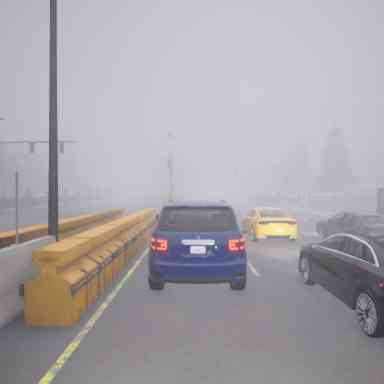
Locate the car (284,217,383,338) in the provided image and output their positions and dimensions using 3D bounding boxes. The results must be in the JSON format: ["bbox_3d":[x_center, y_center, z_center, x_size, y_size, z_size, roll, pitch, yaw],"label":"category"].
[{"bbox_3d":[3.614,1.492,6.569,2.128,1.511,4.902,0,0,0],"label":"car"}]

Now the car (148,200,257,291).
[{"bbox_3d":[0.125,1.222,9.177,2.150,2.045,5.566,0,0,0],"label":"car"}]

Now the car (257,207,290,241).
[{"bbox_3d":[3.643,1.478,16.411,1.882,1.535,5.008,0,0,0],"label":"car"}]

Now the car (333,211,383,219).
[{"bbox_3d":[7.136,1.548,14.367,2.033,1.411,5.357,0,0,0],"label":"car"}]

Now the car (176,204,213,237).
[{"bbox_3d":[0.151,1.505,19.026,1.837,1.490,4.892,0,0,0],"label":"car"}]
